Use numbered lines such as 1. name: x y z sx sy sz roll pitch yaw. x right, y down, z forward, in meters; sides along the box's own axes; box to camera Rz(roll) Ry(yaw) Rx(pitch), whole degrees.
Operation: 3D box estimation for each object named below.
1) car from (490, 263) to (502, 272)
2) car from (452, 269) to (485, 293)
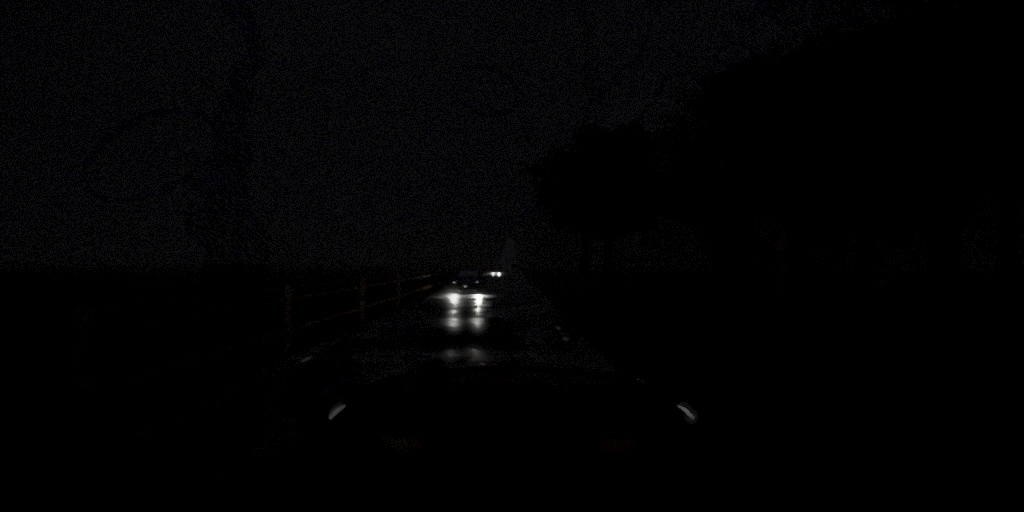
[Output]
1. car: -2.793 2.010 64.898 2.128 1.511 4.902 0 0 0
2. car: -2.844 1.608 24.057 1.812 1.442 4.674 0 -1 0
